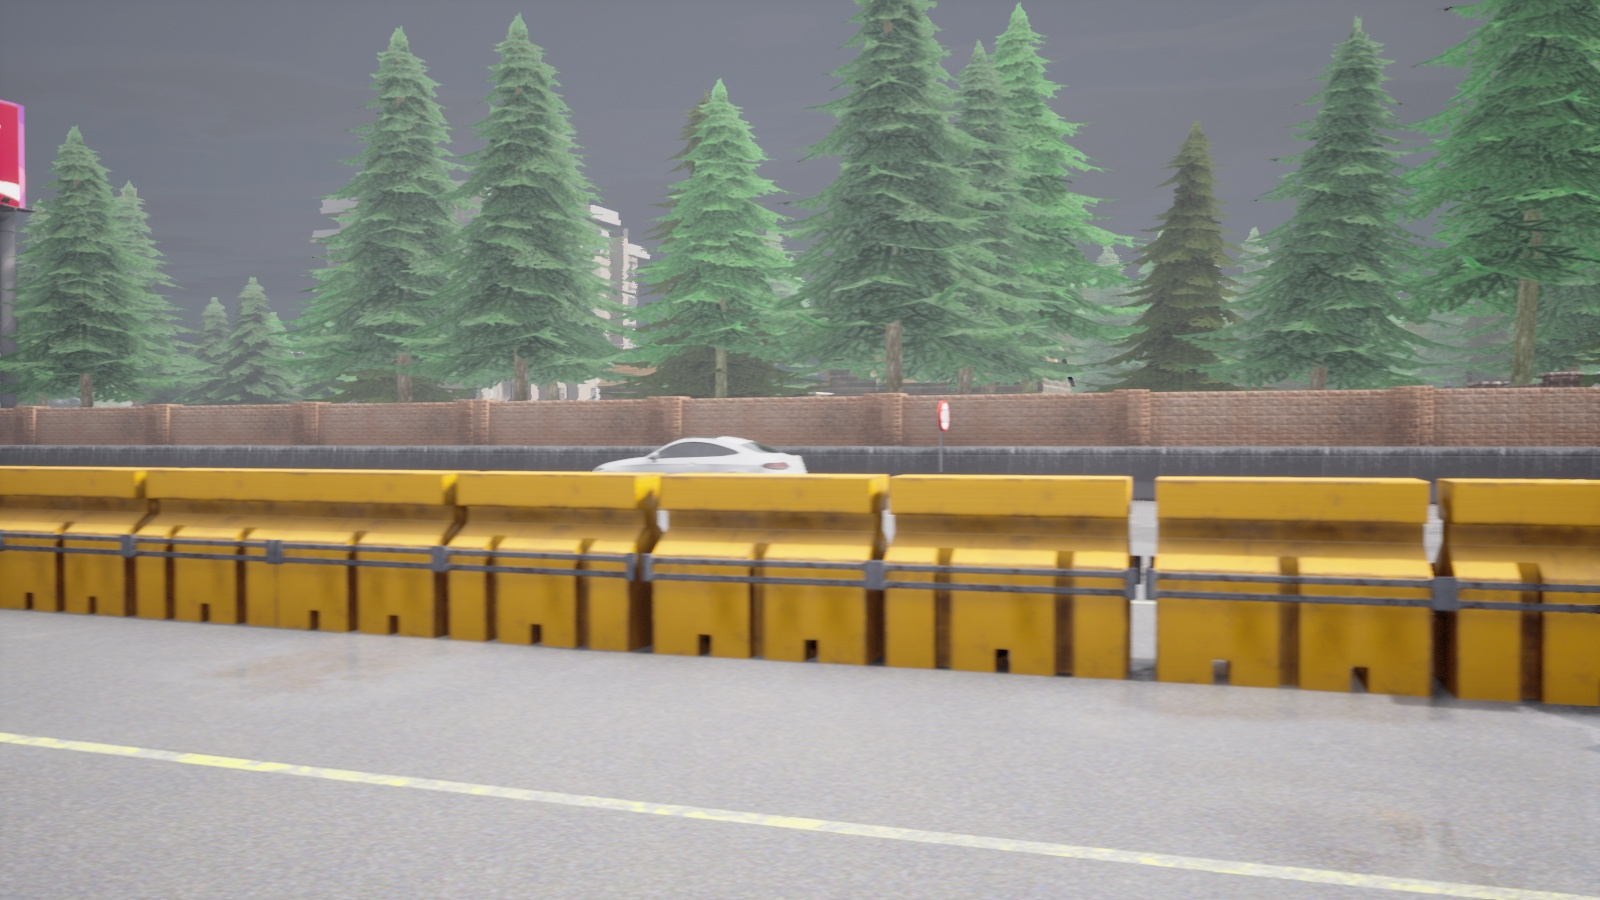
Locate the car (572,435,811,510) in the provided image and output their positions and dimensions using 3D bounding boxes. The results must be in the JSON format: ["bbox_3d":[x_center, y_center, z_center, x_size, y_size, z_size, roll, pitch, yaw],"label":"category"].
[{"bbox_3d":[-2.279,0.422,26.406,4.674,1.442,1.812,1,1,21],"label":"car"}]
